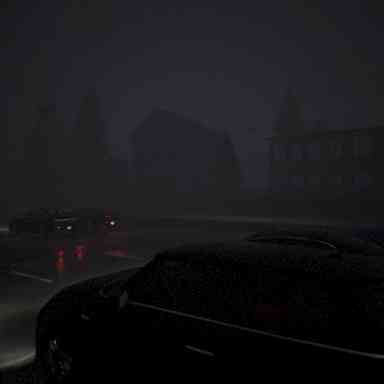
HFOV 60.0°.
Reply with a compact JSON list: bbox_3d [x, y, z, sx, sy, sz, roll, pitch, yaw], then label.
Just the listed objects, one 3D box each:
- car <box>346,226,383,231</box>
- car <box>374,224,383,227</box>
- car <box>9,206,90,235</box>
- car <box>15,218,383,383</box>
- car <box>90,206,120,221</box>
[{"bbox_3d":[1.886,1.527,6.946,4.892,1.490,1.837,-1,0,35],"label":"car"},{"bbox_3d":[7.574,1.529,11.486,4.674,1.442,1.812,-1,0,36],"label":"car"},{"bbox_3d":[-8.281,1.655,18.494,4.902,1.511,2.128,-1,0,35],"label":"car"},{"bbox_3d":[0.195,1.370,3.852,4.553,1.767,2.097,-1,0,35],"label":"car"},{"bbox_3d":[-6.846,1.676,21.771,4.892,1.490,1.837,-1,0,35],"label":"car"}]
